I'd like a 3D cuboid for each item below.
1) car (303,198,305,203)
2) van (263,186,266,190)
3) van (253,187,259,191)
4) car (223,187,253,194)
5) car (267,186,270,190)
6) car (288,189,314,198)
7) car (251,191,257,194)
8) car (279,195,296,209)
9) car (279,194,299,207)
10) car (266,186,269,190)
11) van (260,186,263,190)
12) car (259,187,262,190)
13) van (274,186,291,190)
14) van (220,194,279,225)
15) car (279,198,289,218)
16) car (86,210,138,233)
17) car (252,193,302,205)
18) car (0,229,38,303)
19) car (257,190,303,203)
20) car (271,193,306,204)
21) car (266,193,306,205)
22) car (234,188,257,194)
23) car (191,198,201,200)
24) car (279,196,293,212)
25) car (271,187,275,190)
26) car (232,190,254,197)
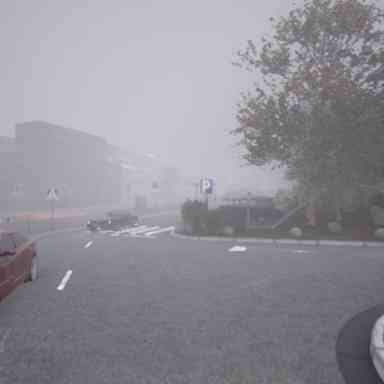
[{"bbox_3d":[11.839,1.064,43.275,4.674,1.452,2.002,-1,1,23],"label":"car"},{"bbox_3d":[16.082,-0.203,85.982,4.442,1.987,1.878,-1,1,23],"label":"van"},{"bbox_3d":[12.763,0.049,78.257,4.442,1.987,1.878,-1,1,23],"label":"van"},{"bbox_3d":[9.310,0.271,70.590,5.566,2.045,2.435,-1,1,23],"label":"car"},{"bbox_3d":[18.194,-0.116,91.188,4.674,1.452,2.002,-1,2,23],"label":"car"},{"bbox_3d":[21.704,0.295,66.211,4.892,1.521,2.231,-1,1,23],"label":"car"},{"bbox_3d":[10.530,0.979,52.843,1.895,1.301,4.718,-1,1,23],"label":"car"},{"bbox_3d":[7.486,1.383,33.068,4.792,1.488,2.163,-1,1,23],"label":"car"},{"bbox_3d":[8.548,1.272,35.629,4.892,1.521,2.231,-1,1,23],"label":"car"},{"bbox_3d":[17.115,-0.033,88.596,4.792,1.488,2.163,-1,1,23],"label":"car"},{"bbox_3d":[14.763,-0.113,83.501,4.442,1.987,1.878,-1,1,23],"label":"van"},{"bbox_3d":[13.763,0.194,80.884,5.008,1.535,2.097,-1,1,23],"label":"car"},{"bbox_3d":[15.227,0.552,50.870,4.442,1.987,1.878,-1,1,23],"label":"van"},{"bbox_3d":[4.059,1.379,25.475,4.442,1.987,1.878,-1,1,23],"label":"van"},{"bbox_3d":[5.295,1.549,27.969,4.792,1.488,2.163,-1,1,23],"label":"car"},{"bbox_3d":[-5.438,1.968,23.048,1.895,1.301,4.718,-1,0,11],"label":"car"},{"bbox_3d":[9.654,1.188,38.173,5.008,1.535,2.097,-1,1,23],"label":"car"},{"bbox_3d":[-4.785,1.589,7.240,1.882,1.535,5.008,0,-1,-13],"label":"car"},{"bbox_3d":[10.770,0.980,40.709,4.553,1.767,2.185,-1,1,23],"label":"car"},{"bbox_3d":[14.029,0.901,48.375,4.674,1.452,2.002,-1,1,23],"label":"car"},{"bbox_3d":[12.930,0.943,45.824,5.008,1.535,2.097,-1,1,23],"label":"car"},{"bbox_3d":[9.471,0.631,58.894,2.097,1.767,4.553,-1,1,24],"label":"car"},{"bbox_3d":[0.334,1.462,37.855,1.837,1.490,4.892,-1,1,23],"label":"car"},{"bbox_3d":[6.193,1.436,30.604,5.366,1.575,1.946,-1,1,23],"label":"car"},{"bbox_3d":[19.339,0.247,73.589,1.812,1.442,4.674,-1,1,23],"label":"car"},{"bbox_3d":[11.559,0.398,75.733,4.674,1.452,2.002,-1,1,23],"label":"car"}]
